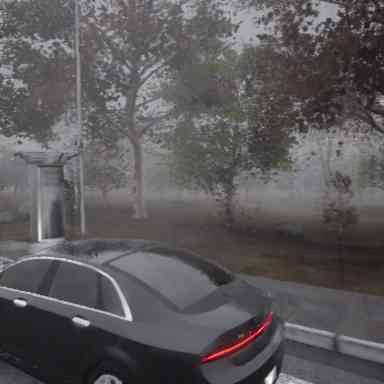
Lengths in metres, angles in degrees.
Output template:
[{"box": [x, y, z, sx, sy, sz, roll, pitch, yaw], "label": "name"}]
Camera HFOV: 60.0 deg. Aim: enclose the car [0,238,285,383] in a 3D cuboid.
[{"box": [-1.328, 1.379, 4.294, 4.892, 1.490, 1.837, 1, 2, 33], "label": "car"}]
